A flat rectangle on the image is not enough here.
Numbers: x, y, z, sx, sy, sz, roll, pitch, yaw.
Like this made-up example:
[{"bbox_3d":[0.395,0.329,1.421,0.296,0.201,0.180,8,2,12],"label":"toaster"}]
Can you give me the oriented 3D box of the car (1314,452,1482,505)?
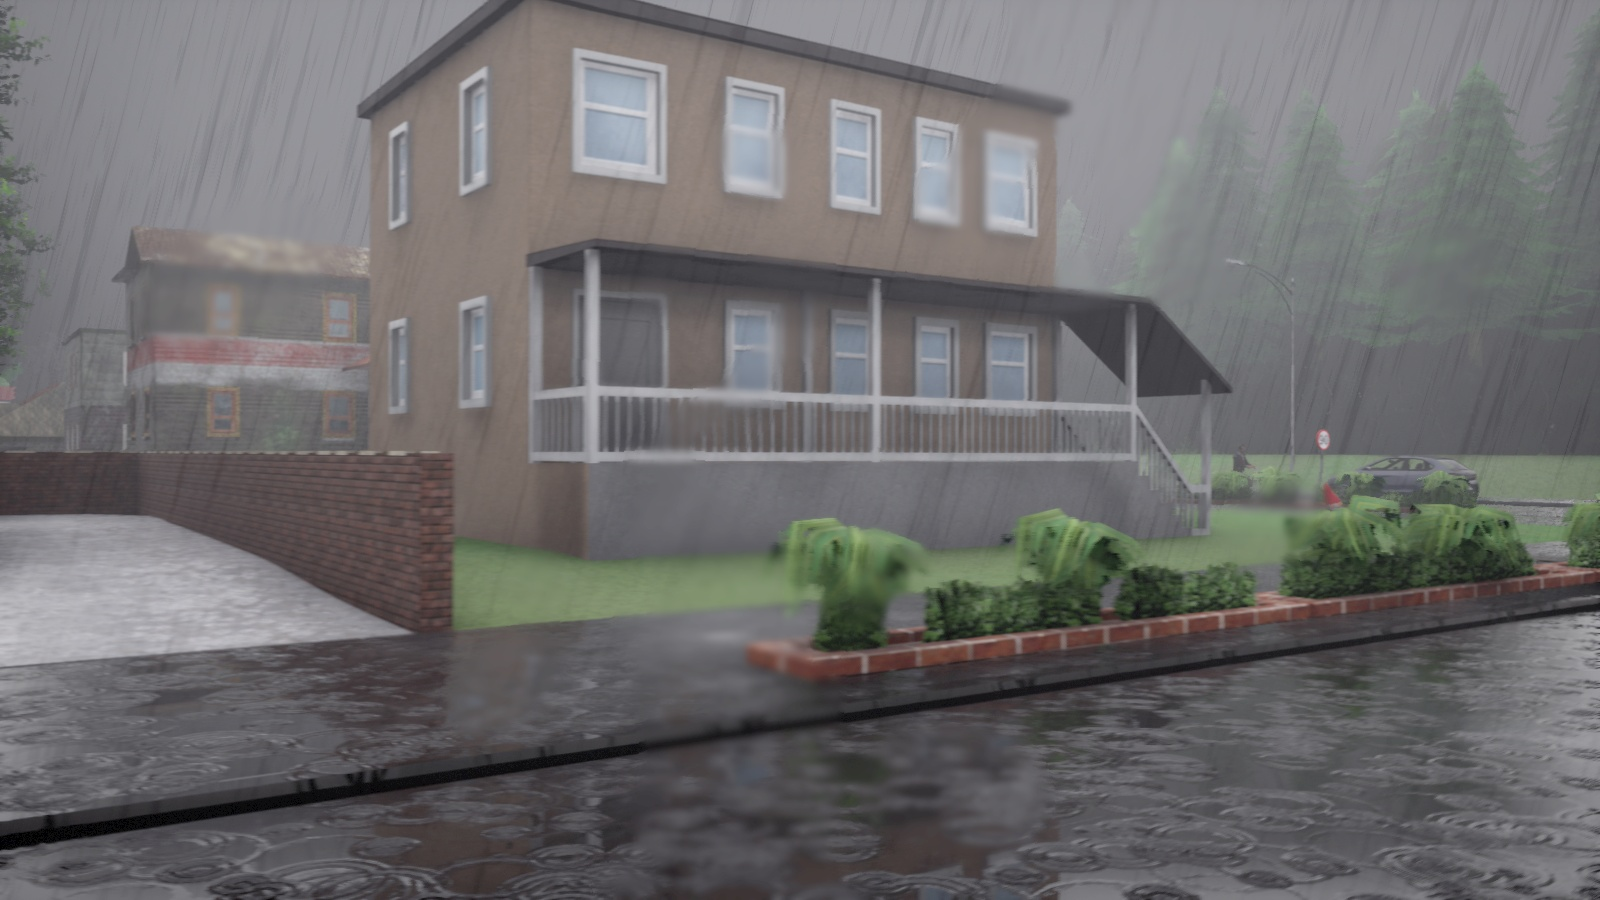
[{"bbox_3d":[17.818,0.813,37.609,1.816,1.474,4.193,0,0,-35],"label":"car"}]
